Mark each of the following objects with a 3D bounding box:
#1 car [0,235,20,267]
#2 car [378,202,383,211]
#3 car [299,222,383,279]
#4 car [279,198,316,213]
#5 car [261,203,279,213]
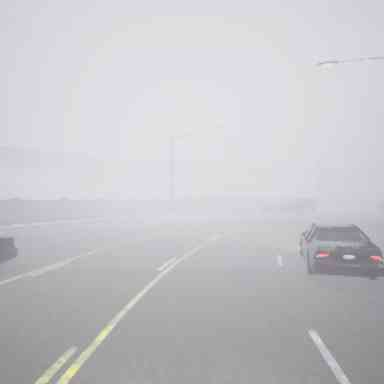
[{"bbox_3d":[-6.594,1.603,8.109,2.033,1.411,5.357,0,-1,8],"label":"car"},{"bbox_3d":[29.217,2.024,48.438,5.008,1.535,1.882,0,-1,-30],"label":"car"},{"bbox_3d":[4.534,1.683,10.655,2.033,1.411,5.357,0,-1,15],"label":"car"},{"bbox_3d":[14.838,1.833,45.586,5.566,2.045,2.150,1,-2,-39],"label":"car"},{"bbox_3d":[11.971,2.277,47.732,4.718,1.301,1.895,1,-2,-40],"label":"car"}]
